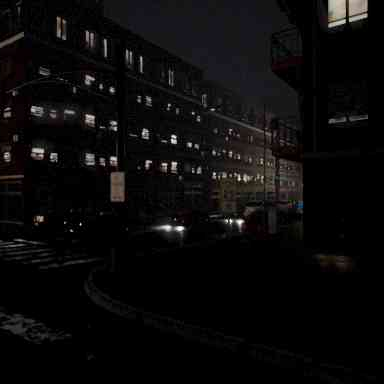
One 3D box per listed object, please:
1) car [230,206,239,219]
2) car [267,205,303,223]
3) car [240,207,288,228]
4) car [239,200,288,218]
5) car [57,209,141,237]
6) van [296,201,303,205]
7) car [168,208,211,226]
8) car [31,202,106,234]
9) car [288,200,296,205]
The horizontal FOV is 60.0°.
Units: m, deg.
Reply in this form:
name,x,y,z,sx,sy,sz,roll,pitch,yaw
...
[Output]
name,x,y,z,sx,sy,sz,roll,pitch,yaw
car,5.537,2.196,35.955,1.994,1.385,4.181,0,-1,34
car,8.969,2.121,30.826,2.008,1.369,4.403,-2,-2,35
car,5.712,2.048,26.167,1.802,1.307,4.206,-2,-2,35
car,7.120,1.808,32.622,2.150,2.045,5.566,0,-1,35
car,-5.417,1.885,20.308,1.895,1.301,4.718,0,-1,36
van,18.377,2.464,58.855,1.690,1.788,3.998,-1,-2,35
car,-0.176,2.014,27.780,1.994,1.385,4.181,0,-1,34
car,-7.679,1.604,21.591,2.192,1.841,5.009,-1,-2,35
car,11.715,2.050,44.700,2.150,2.045,5.566,0,-1,35
